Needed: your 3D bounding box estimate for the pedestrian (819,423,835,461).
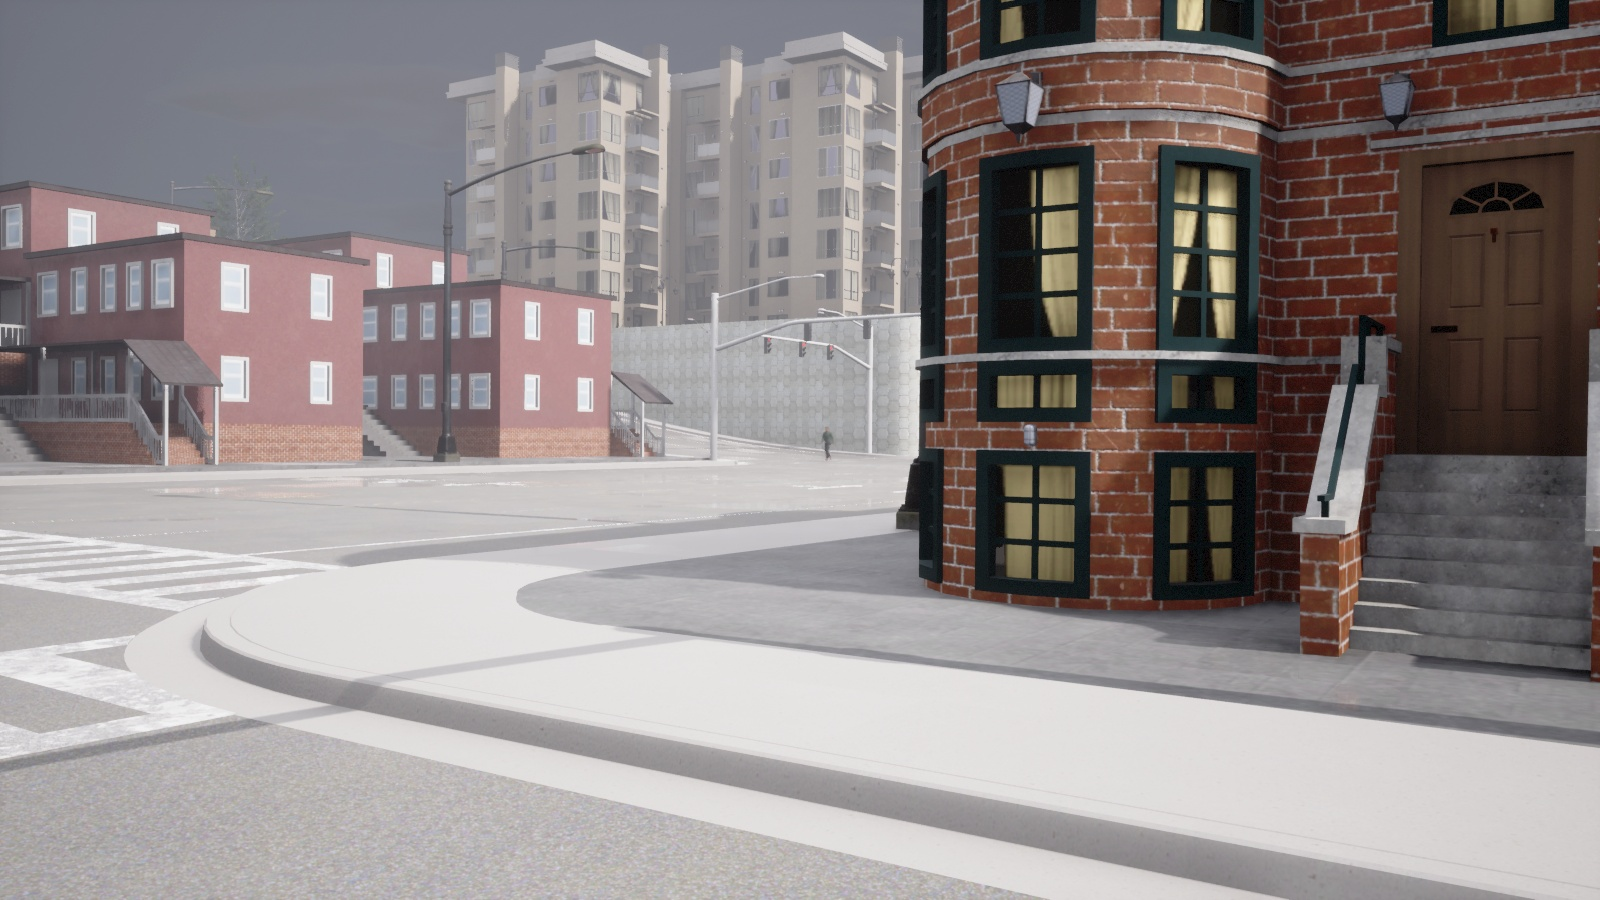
[{"bbox_3d":[1.390,-0.407,64.532,0.423,1.949,0.788,0,1,34],"label":"pedestrian"}]
